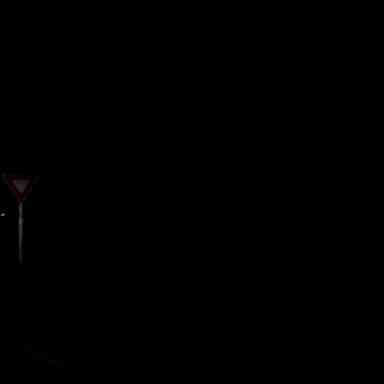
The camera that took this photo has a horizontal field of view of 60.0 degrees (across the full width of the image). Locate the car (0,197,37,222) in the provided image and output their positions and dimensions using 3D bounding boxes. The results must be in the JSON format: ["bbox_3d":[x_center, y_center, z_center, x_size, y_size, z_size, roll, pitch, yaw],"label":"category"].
[{"bbox_3d":[-11.511,1.085,21.752,2.128,1.511,4.902,1,1,-13],"label":"car"}]
